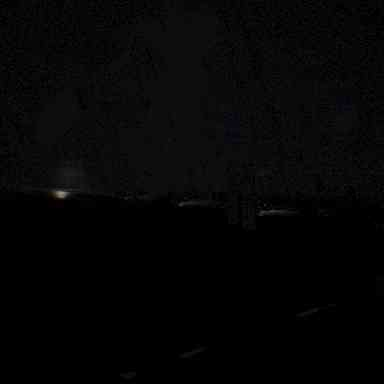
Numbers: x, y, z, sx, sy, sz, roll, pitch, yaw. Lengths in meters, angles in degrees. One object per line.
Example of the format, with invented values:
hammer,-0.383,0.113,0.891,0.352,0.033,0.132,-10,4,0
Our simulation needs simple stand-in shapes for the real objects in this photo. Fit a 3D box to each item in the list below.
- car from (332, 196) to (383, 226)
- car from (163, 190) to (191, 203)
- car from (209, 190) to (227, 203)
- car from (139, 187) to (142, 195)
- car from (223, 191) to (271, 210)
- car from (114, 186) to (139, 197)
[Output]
car,11.650,1.088,21.738,2.097,1.767,4.553,-3,4,-31
car,-1.867,0.507,41.185,1.994,1.385,4.181,-3,4,-35
car,3.900,0.503,38.098,1.837,1.490,4.892,-3,4,-35
car,-10.405,-0.274,58.325,1.837,1.490,4.892,-3,4,-35
car,5.308,0.919,31.011,1.994,1.385,4.181,-3,4,-35
car,-11.110,-0.071,54.405,2.128,1.511,4.902,-3,3,-35
